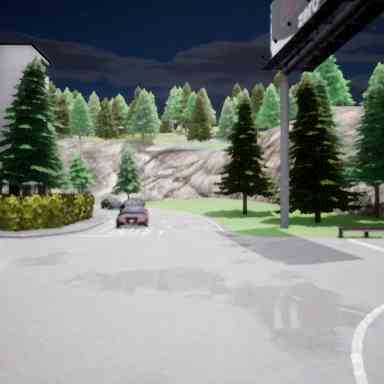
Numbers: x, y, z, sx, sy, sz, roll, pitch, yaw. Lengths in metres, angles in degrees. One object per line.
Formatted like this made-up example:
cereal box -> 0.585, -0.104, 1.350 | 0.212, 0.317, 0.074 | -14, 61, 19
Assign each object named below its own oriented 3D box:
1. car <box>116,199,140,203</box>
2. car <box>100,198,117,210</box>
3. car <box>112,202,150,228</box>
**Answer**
car -> -6.077, 1.513, 33.835 | 2.128, 1.511, 4.902 | 0, 0, -20
car -> -10.409, 1.530, 43.140 | 1.837, 1.490, 4.892 | 0, 0, -33
car -> -3.834, 1.578, 22.063 | 1.994, 1.385, 4.181 | 0, 0, -5
